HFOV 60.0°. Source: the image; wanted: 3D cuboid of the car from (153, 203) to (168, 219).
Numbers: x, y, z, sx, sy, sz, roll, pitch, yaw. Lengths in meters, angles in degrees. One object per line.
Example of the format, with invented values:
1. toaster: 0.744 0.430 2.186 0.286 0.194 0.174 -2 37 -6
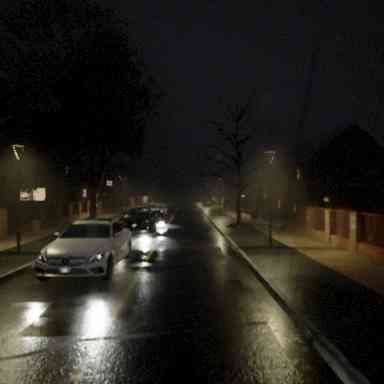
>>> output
1. car: -3.274 1.704 30.041 1.895 1.301 4.718 0 0 -1

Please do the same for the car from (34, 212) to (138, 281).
1. car: -2.999 1.563 10.127 1.812 1.442 4.674 0 0 0

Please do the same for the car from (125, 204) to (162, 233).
1. car: -3.149 1.634 20.096 1.994 1.385 4.181 0 0 -1
